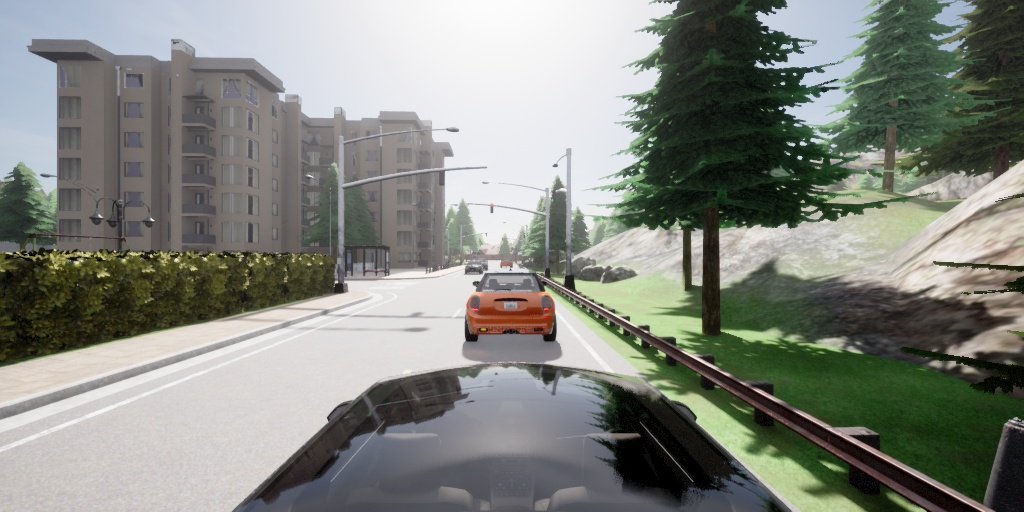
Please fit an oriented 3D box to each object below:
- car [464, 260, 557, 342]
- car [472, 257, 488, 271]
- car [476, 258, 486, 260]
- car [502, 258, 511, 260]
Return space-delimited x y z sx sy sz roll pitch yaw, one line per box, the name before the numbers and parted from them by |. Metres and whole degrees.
car | -0.052 1.102 9.975 2.097 1.767 4.553 0 0 -1
car | -4.448 1.102 50.672 2.097 1.767 4.553 0 0 -2
car | -4.265 1.255 40.761 1.837 1.490 4.892 0 0 -1
car | -0.926 1.102 61.232 2.097 1.767 4.553 0 0 -1
